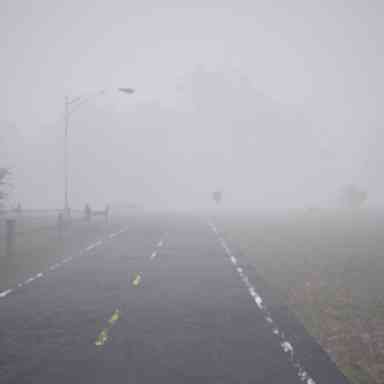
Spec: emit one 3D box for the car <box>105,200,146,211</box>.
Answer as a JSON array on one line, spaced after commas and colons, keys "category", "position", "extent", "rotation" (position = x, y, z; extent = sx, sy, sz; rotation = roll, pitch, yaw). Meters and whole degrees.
[{"category": "car", "position": [-8.011, 1.622, 40.628], "extent": [4.718, 1.301, 1.895], "rotation": [0, -1, 0]}]
